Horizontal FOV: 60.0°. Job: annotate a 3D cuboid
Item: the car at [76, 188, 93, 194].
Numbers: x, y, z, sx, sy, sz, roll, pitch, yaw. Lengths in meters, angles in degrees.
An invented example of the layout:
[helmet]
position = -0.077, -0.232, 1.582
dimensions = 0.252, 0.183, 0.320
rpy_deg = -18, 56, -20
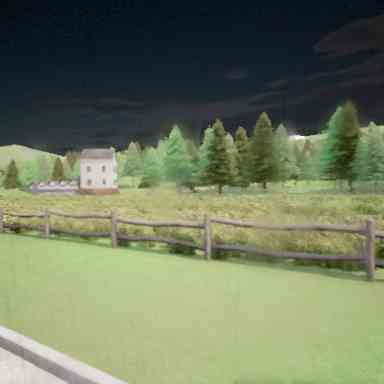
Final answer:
[car]
position = -27.329, 0.008, 84.804
dimensions = 4.605, 1.855, 1.932
rpy_deg = -1, 2, 35
